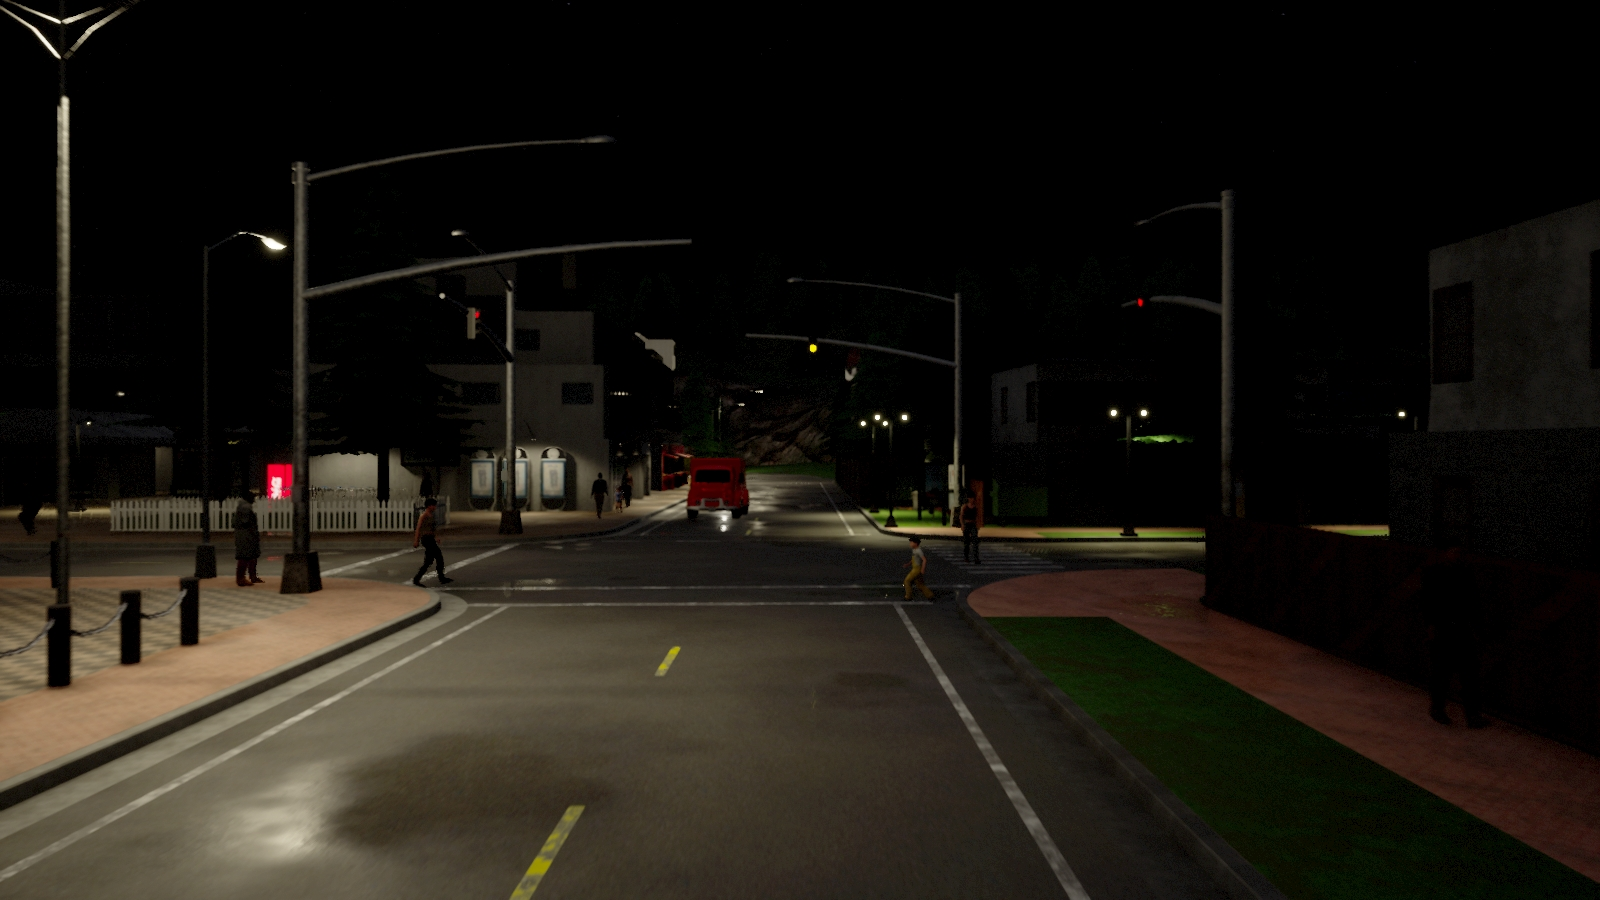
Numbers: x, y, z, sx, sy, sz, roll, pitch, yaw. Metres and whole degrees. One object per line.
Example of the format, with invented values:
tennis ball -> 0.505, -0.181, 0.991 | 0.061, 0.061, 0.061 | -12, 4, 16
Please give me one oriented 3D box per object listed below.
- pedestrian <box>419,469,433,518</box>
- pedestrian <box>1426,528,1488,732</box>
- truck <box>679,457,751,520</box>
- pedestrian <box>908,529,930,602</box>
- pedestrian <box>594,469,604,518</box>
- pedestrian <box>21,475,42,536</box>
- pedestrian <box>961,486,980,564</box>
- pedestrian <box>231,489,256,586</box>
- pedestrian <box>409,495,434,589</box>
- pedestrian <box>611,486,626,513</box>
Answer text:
pedestrian -> -14.225, 1.659, 43.458 | 0.375, 1.860, 0.375 | 0, 0, 21
pedestrian -> 6.184, 1.677, 10.767 | 0.375, 1.860, 0.375 | 0, 0, 1
truck -> -3.498, 1.548, 48.101 | 2.627, 2.467, 5.204 | 0, 0, 0
pedestrian -> 2.179, 2.109, 20.958 | 0.375, 1.300, 0.375 | 0, 0, 0
pedestrian -> -7.676, 1.676, 43.719 | 0.375, 1.860, 0.375 | 0, 0, -9
pedestrian -> -23.557, 1.691, 35.025 | 0.375, 1.860, 0.375 | 0, 0, 3
pedestrian -> 4.163, 1.818, 27.859 | 0.375, 1.860, 0.375 | 0, 0, -8
pedestrian -> -10.855, 1.690, 22.279 | 0.375, 1.860, 0.375 | 0, 0, -35
pedestrian -> -7.622, 1.837, 23.015 | 0.375, 1.860, 0.375 | 0, 0, 4
pedestrian -> -7.601, 2.056, 47.918 | 0.500, 1.100, 0.500 | 0, 0, 9
